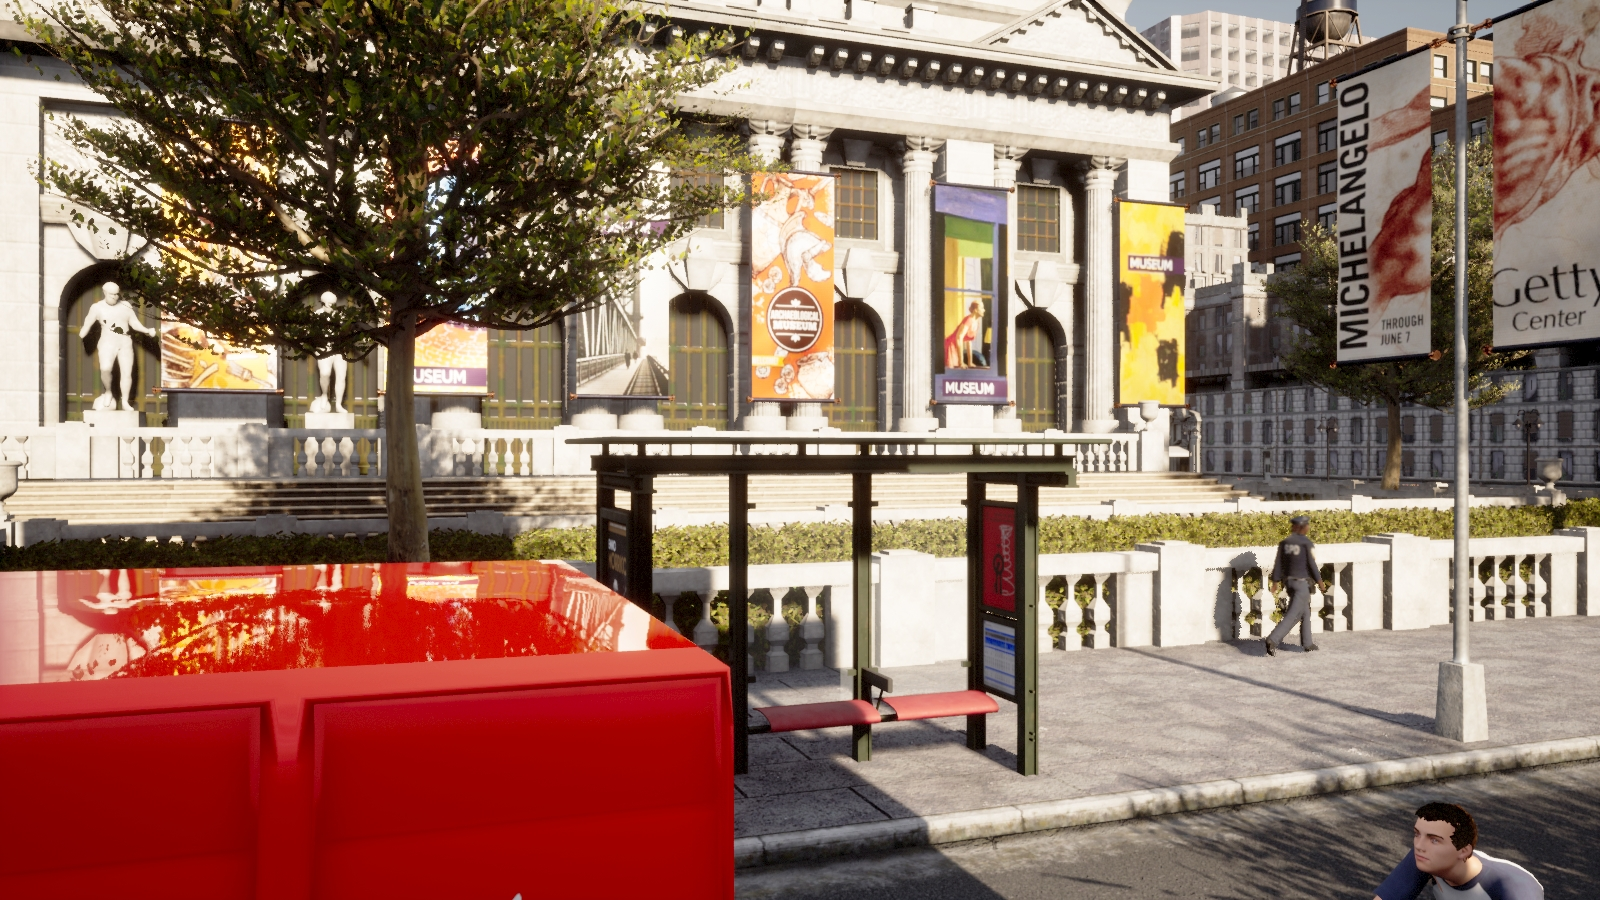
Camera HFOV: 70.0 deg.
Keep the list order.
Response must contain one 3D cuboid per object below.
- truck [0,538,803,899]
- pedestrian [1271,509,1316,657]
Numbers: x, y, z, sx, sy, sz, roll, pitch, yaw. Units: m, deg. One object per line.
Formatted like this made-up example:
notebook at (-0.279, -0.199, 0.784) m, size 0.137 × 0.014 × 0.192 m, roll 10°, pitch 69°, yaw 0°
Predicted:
truck at (-2.888, 1.568, 2.235) m, size 5.204 × 2.467 × 2.627 m, roll 0°, pitch 0°, yaw -20°
pedestrian at (6.370, 1.701, 14.747) m, size 0.375 × 1.860 × 0.375 m, roll 0°, pitch 0°, yaw -27°
